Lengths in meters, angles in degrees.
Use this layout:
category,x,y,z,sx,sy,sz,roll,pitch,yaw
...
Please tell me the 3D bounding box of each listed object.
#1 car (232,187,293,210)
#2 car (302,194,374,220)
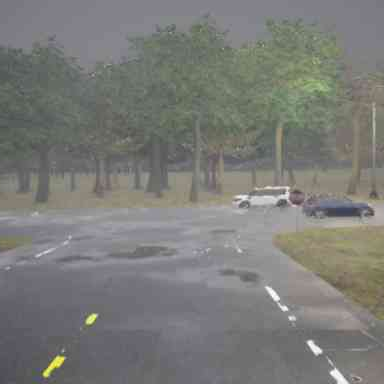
category,x,y,z,sx,sy,sz,roll,pitch,yaw
car,6.413,0.613,30.307,5.566,2.045,2.150,-2,3,0
car,10.192,0.939,23.315,4.553,1.767,2.097,-1,3,0
